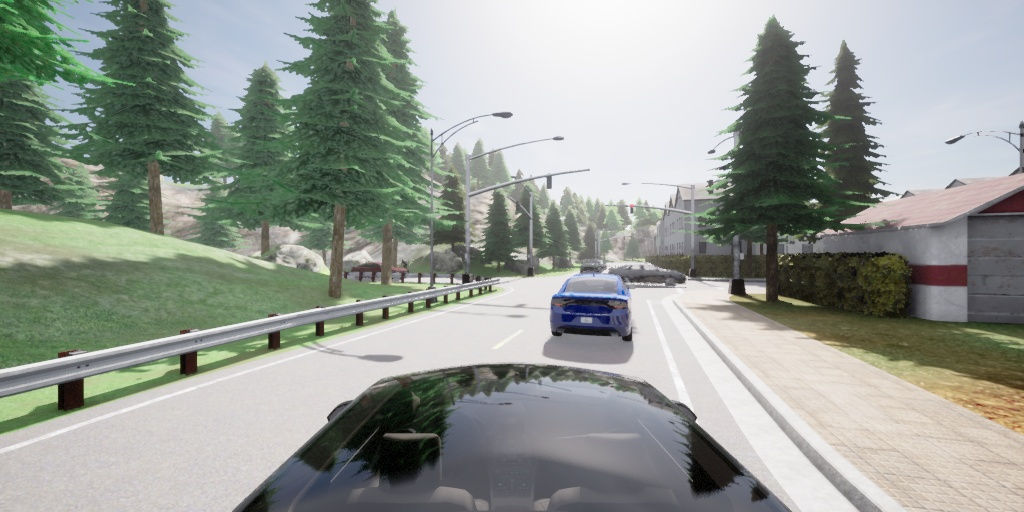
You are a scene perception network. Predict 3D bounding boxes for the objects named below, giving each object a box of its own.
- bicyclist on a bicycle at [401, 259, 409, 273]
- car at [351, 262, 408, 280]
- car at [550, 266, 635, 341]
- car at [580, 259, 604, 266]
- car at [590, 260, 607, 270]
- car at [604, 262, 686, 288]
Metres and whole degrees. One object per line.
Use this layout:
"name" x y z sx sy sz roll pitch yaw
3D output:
"bicyclist on a bicycle" -11.447 1.167 38.035 0.582 1.620 1.656 -2 5 18
"car" -11.250 1.243 30.552 5.008 1.535 1.882 0 0 18
"car" 2.372 1.228 10.062 1.882 1.535 5.008 0 0 18
"car" 9.438 1.102 42.821 2.097 1.767 4.553 0 0 19
"car" 12.772 1.297 52.735 2.033 1.411 5.357 0 0 19
"car" 8.908 1.253 23.955 4.902 1.511 2.128 0 0 18
